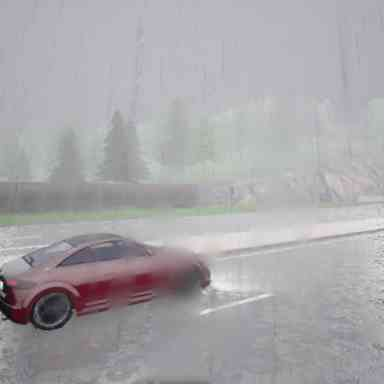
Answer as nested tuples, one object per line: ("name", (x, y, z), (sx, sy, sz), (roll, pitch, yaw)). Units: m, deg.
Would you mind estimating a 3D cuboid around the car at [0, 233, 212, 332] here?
("car", (-1.634, 1.556, 6.902), (4.181, 1.385, 1.994), (0, 0, -35))
